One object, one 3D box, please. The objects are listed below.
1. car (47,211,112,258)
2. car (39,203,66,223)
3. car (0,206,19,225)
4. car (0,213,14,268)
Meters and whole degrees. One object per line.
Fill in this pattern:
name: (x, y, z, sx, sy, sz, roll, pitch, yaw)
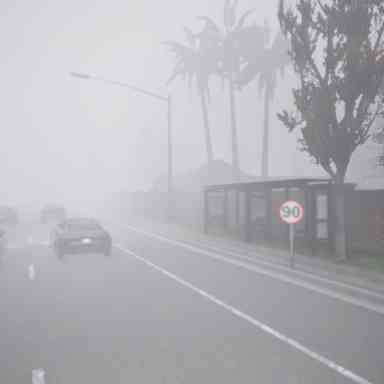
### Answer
car: (-4.608, 1.702, 13.579, 1.994, 1.385, 4.181, 0, 0, -26)
car: (-11.569, 1.660, 27.670, 1.882, 1.535, 5.008, 0, 0, -26)
car: (-14.370, 1.731, 25.428, 1.994, 1.385, 4.181, 0, 0, -26)
car: (-7.319, 1.663, 11.147, 2.033, 1.411, 5.357, 0, 0, -26)
